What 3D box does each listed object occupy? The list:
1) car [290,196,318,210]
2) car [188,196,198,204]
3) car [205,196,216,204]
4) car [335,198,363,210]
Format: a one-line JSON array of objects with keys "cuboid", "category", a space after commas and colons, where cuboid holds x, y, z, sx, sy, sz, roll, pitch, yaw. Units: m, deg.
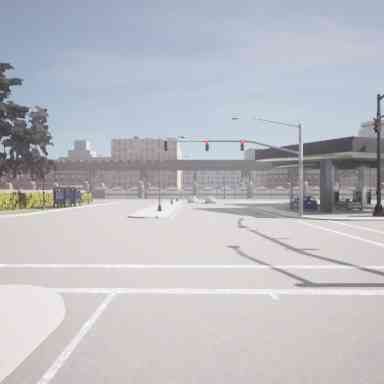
[{"cuboid": [13.251, 1.295, 39.627, 2.242, 1.667, 4.611, 0, 0, 0], "category": "car"}, {"cuboid": [0.172, 1.525, 66.096, 1.812, 1.442, 4.674, 0, 0, 0], "category": "car"}, {"cuboid": [3.565, 1.525, 64.312, 1.812, 1.442, 4.674, 0, 0, 0], "category": "car"}, {"cuboid": [18.996, 1.456, 40.384, 1.970, 1.475, 3.806, 0, 0, 0], "category": "car"}]
